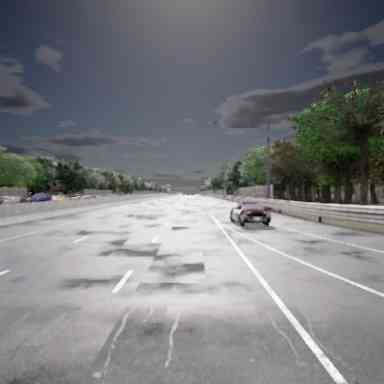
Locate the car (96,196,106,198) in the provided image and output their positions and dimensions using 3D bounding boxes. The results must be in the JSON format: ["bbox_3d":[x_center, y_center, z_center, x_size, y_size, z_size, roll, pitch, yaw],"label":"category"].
[{"bbox_3d":[-17.360,1.477,63.131,1.812,1.442,4.674,0,0,1],"label":"car"}]

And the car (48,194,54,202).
[{"bbox_3d":[-24.357,1.430,62.069,1.882,1.535,5.008,0,0,0],"label":"car"}]

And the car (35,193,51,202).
[{"bbox_3d":[-27.852,1.175,61.754,2.150,2.045,5.566,0,0,0],"label":"car"}]

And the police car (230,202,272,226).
[{"bbox_3d":[3.917,1.484,23.201,2.038,1.542,4.974,0,0,-4],"label":"police car"}]

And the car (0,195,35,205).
[{"bbox_3d":[-24.457,1.489,46.692,1.812,1.442,4.674,0,0,1],"label":"car"}]

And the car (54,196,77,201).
[{"bbox_3d":[-17.456,1.527,47.423,1.994,1.385,4.181,0,0,0],"label":"car"}]
